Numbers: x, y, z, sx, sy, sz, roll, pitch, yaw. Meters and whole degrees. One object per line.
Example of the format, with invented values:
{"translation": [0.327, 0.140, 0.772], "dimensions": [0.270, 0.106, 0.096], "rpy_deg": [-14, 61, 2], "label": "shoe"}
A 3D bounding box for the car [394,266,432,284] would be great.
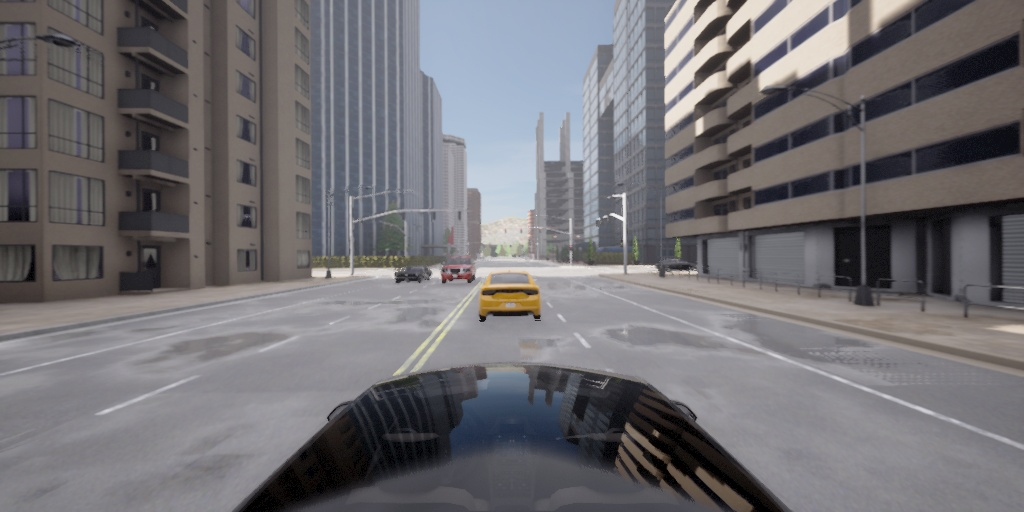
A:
{"translation": [-7.508, 1.416, 27.550], "dimensions": [1.895, 1.301, 4.718], "rpy_deg": [0, 0, -1], "label": "car"}

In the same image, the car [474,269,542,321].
{"translation": [-0.096, 1.213, 12.514], "dimensions": [1.882, 1.535, 5.008], "rpy_deg": [0, 0, -1], "label": "car"}

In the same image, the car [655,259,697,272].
{"translation": [18.673, 1.072, 40.492], "dimensions": [4.902, 1.511, 2.128], "rpy_deg": [0, 0, -1], "label": "car"}

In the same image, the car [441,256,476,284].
{"translation": [-4.011, 1.016, 27.622], "dimensions": [2.150, 2.045, 5.566], "rpy_deg": [0, 0, -1], "label": "car"}
